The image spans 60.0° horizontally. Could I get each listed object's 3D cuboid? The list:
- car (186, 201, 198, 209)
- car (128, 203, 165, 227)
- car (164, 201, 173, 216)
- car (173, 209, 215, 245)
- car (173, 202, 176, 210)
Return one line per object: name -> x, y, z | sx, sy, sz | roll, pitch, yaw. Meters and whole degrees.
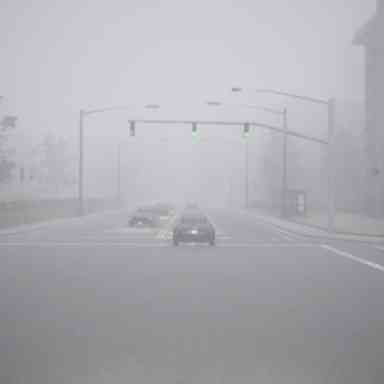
car -> -0.038, 2.068, 50.837 | 2.033, 1.411, 5.357 | 0, -1, 0
car -> -3.600, 1.815, 25.813 | 2.033, 1.411, 5.357 | 0, -1, 0
car -> -3.591, 1.934, 37.177 | 1.994, 1.385, 4.181 | 0, 0, 1
car -> 0.092, 1.777, 16.876 | 1.994, 1.385, 4.181 | 0, -1, 0
car -> -3.568, 2.100, 51.437 | 1.895, 1.301, 4.718 | 0, -1, 0
